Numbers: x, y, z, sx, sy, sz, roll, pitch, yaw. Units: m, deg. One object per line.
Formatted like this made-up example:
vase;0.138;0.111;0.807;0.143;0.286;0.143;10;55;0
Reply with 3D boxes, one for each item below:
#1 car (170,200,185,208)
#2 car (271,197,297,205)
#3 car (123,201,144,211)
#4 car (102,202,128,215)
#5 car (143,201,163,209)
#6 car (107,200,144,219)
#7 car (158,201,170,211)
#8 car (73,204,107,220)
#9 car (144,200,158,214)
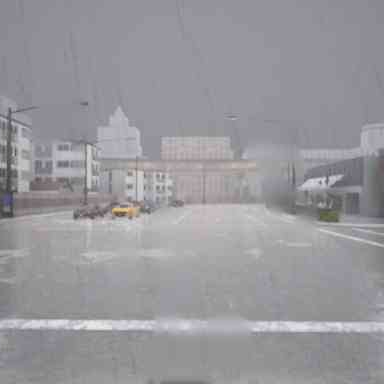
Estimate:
car;-2.942;2.225;61.706;1.837;1.490;4.892;0;-1;22
car;19.220;2.051;69.845;5.566;2.045;2.150;0;-1;-19
car;-8.795;2.083;50.742;1.837;1.490;4.892;0;-1;6
car;-9.534;1.988;41.738;1.812;1.442;4.674;0;-1;5
car;-7.023;2.309;60.788;1.895;1.301;4.718;0;-1;18
car;-6.483;1.825;32.878;1.882;1.535;5.008;0;-1;3
car;-5.196;2.192;51.754;1.895;1.301;4.718;0;-1;7
car;-9.999;1.870;32.649;1.812;1.442;4.674;0;-1;3
car;-5.981;1.816;41.848;2.097;1.767;4.553;0;-1;4
